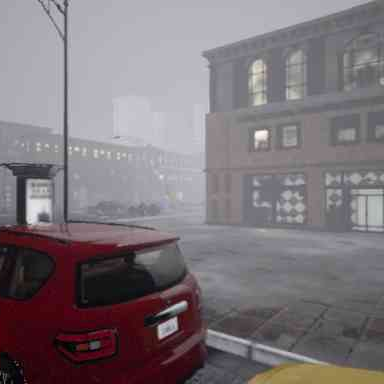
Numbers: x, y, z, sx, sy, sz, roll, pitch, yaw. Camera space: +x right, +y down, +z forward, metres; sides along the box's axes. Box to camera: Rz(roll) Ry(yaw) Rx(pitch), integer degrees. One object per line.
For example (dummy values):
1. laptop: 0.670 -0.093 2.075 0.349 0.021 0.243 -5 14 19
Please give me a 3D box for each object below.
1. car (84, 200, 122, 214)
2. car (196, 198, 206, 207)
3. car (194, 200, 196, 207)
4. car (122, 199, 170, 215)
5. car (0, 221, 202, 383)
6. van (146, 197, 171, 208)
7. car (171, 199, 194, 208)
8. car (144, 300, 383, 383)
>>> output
1. car: -9.950 1.714 37.987 1.837 1.490 4.892 0 0 35
2. car: 3.589 1.547 57.038 2.150 2.045 5.566 0 -1 35
3. car: 0.939 1.857 57.944 1.752 1.417 4.829 -1 -1 35
4. car: -4.802 1.742 35.159 1.887 1.381 4.507 -1 -1 35
5. car: -2.163 1.327 4.425 5.009 1.841 2.192 0 0 36
6. van: -5.331 1.616 49.050 1.690 1.788 3.998 -1 -1 35
7. car: -2.146 1.854 53.565 2.008 1.369 4.403 -1 -1 35
8. car: 2.205 1.522 1.300 4.829 1.417 1.752 0 0 36
